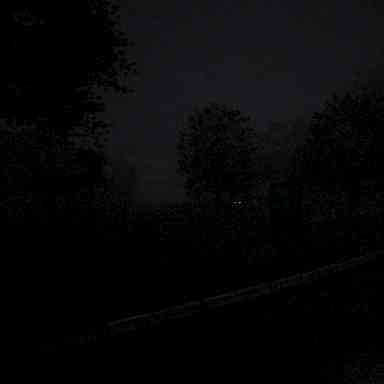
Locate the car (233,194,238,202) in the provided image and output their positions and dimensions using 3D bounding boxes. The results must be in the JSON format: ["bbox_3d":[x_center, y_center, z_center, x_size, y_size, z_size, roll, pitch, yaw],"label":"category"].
[{"bbox_3d":[12.278,1.954,84.067,1.994,1.385,4.181,0,-1,16],"label":"car"}]

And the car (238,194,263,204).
[{"bbox_3d":[12.216,1.481,68.007,2.150,2.045,5.566,0,-1,-22],"label":"car"}]

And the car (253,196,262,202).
[{"bbox_3d":[18.509,1.998,93.882,2.128,1.511,4.902,0,0,16],"label":"car"}]
